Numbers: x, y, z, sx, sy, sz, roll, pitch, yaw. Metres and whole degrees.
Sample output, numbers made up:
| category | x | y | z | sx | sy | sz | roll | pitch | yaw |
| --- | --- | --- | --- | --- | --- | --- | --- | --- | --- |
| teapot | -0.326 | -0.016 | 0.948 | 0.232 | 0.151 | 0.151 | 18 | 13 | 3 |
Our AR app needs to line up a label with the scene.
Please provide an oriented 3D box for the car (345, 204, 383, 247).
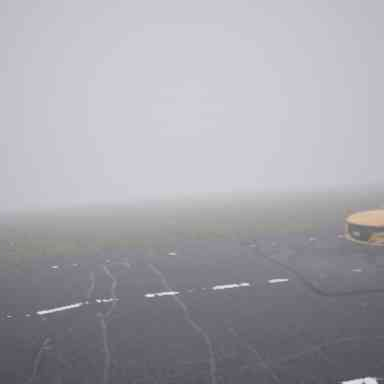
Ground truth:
| category | x | y | z | sx | sy | sz | roll | pitch | yaw |
| --- | --- | --- | --- | --- | --- | --- | --- | --- | --- |
| car | 7.144 | 0.770 | 10.118 | 5.008 | 1.535 | 1.882 | -4 | 3 | -13 |
